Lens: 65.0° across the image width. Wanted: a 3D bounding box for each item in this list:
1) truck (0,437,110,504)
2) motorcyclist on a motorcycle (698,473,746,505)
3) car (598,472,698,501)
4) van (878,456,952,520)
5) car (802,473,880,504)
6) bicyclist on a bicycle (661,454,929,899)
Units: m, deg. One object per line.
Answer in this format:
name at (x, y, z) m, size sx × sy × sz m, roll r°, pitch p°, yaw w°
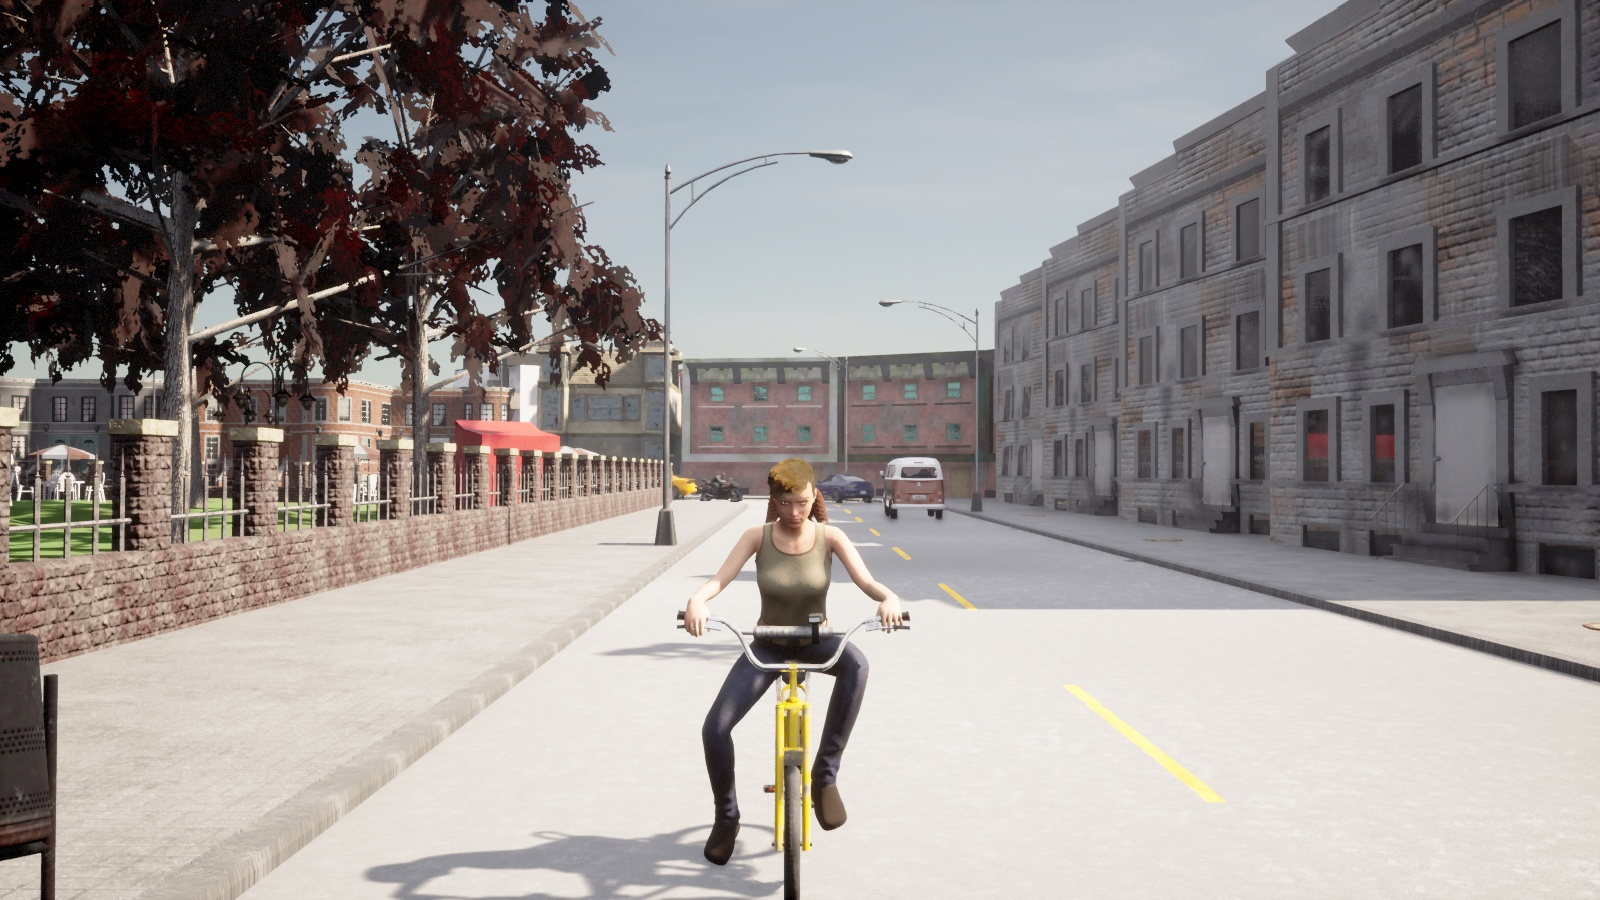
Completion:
truck at (-41.547, 1.123, 67.095) m, size 7.936 × 3.462 × 2.891 m, roll 0°, pitch -1°, yaw 4°
motorcyclist on a motorcycle at (-3.827, 1.904, 61.919) m, size 2.191 × 1.530 × 0.866 m, roll -1°, pitch 0°, yaw 21°
car at (-8.062, 1.945, 66.871) m, size 5.008 × 1.535 × 1.882 m, roll 0°, pitch -1°, yaw 6°
van at (3.849, 1.242, 42.758) m, size 2.069 × 2.038 × 4.480 m, roll 0°, pitch -1°, yaw 0°
car at (1.978, 1.873, 62.045) m, size 1.812 × 1.442 × 4.674 m, roll 0°, pitch -1°, yaw -27°
bicyclist on a bicycle at (-0.019, 0.832, 4.833) m, size 0.866 × 1.612 × 1.509 m, roll 0°, pitch -1°, yaw 0°
